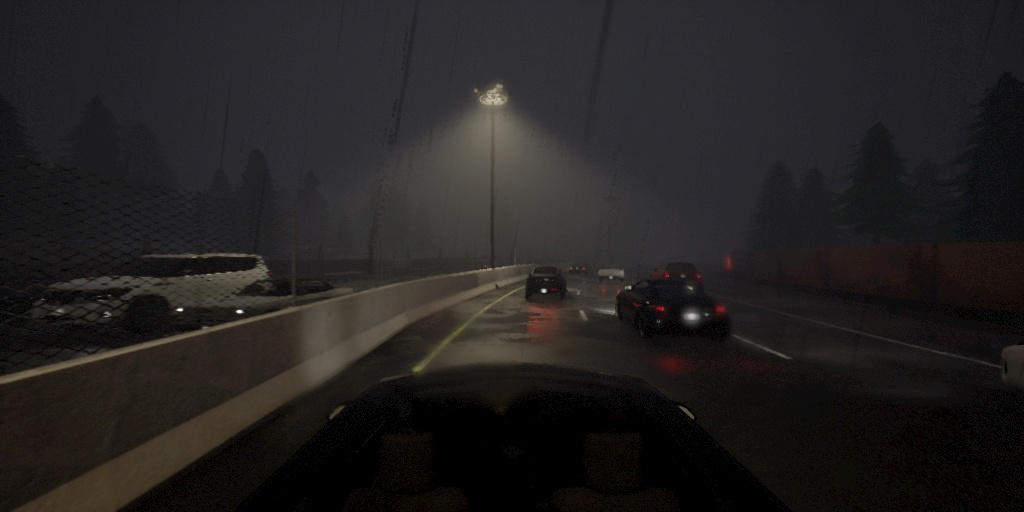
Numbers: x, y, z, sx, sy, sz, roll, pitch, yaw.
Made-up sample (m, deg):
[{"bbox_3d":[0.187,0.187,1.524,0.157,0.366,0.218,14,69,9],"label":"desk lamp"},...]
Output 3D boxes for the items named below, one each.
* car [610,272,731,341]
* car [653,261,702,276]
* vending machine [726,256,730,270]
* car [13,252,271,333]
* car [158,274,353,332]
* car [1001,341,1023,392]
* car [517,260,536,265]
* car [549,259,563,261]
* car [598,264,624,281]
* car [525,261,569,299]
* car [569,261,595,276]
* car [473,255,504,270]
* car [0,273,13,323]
[{"bbox_3d":[4.182,1.313,9.953,1.994,1.385,4.181,0,0,6],"label":"car"},{"bbox_3d":[9.598,1.098,21.208,2.097,1.767,4.553,0,0,12],"label":"car"},{"bbox_3d":[30.105,0.967,49.482,1.100,2.100,0.880,0,0,37],"label":"vending machine"},{"bbox_3d":[-10.013,0.904,10.866,2.150,2.045,5.566,0,0,6],"label":"car"},{"bbox_3d":[-6.571,1.301,10.150,1.895,1.301,4.718,0,0,5],"label":"car"},{"bbox_3d":[7.165,1.003,1.981,2.150,2.045,5.566,0,0,1],"label":"car"},{"bbox_3d":[2.516,1.242,51.748,1.895,1.301,4.718,0,0,29],"label":"car"},{"bbox_3d":[6.138,1.166,51.001,1.837,1.490,4.892,0,-1,30],"label":"car"},{"bbox_3d":[8.148,1.322,29.156,1.895,1.301,4.718,0,0,18],"label":"car"},{"bbox_3d":[1.770,1.226,17.913,1.837,1.490,4.892,0,1,9],"label":"car"},{"bbox_3d":[7.224,1.245,36.875,2.033,1.411,5.357,0,0,22],"label":"car"},{"bbox_3d":[-3.108,0.845,48.435,2.150,2.045,5.566,0,0,26],"label":"car"},{"bbox_3d":[-13.637,1.196,9.104,1.812,1.442,4.674,0,0,5],"label":"car"}]
